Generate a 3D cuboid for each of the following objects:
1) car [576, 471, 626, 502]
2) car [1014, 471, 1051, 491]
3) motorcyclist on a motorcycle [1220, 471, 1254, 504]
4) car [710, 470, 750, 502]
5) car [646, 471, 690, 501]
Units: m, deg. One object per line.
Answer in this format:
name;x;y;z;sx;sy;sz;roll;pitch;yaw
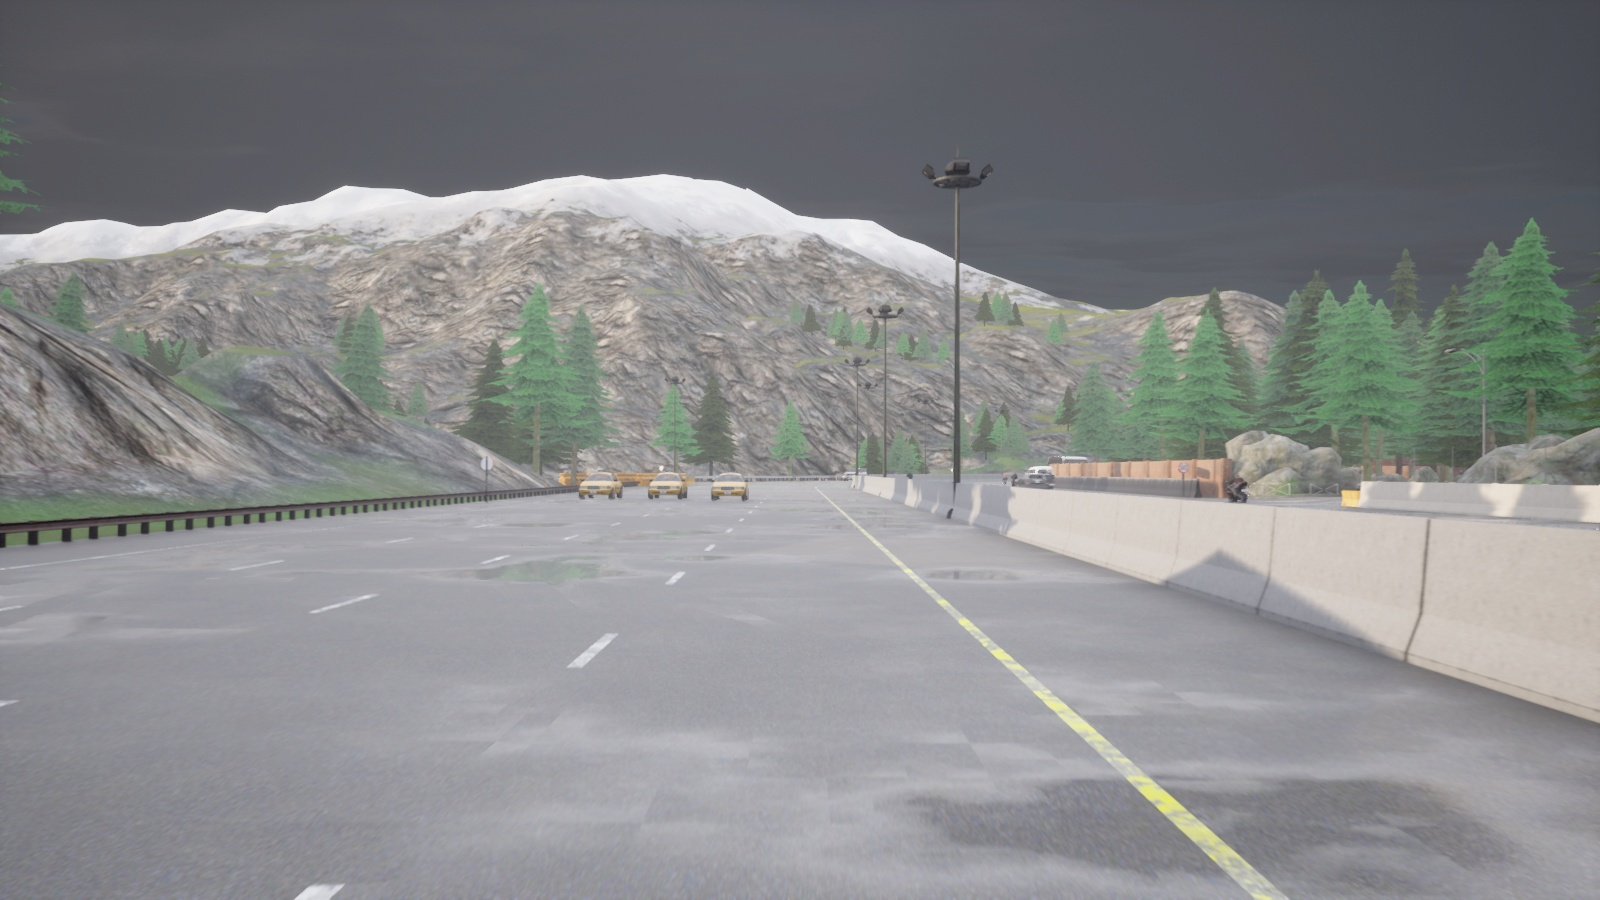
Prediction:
car;-10.664;1.927;67.622;1.801;1.575;5.366;0;-1;0
car;17.273;2.275;93.462;1.970;1.475;3.806;0;-1;0
motorcyclist on a motorcycle;20.857;1.770;59.954;0.866;1.530;2.191;0;-1;0
car;-3.661;1.877;66.316;1.801;1.575;5.366;0;-1;0
car;-7.167;1.930;68.624;1.801;1.575;5.366;0;-1;0
